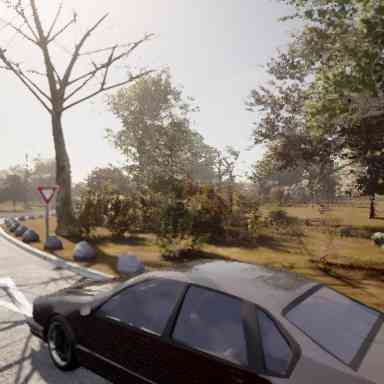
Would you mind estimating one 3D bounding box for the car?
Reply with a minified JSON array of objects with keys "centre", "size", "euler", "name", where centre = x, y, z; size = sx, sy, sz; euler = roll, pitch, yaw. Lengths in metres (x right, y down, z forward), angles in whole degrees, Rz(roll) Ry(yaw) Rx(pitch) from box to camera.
[{"centre":[0.172,1.553,3.864],"size":[5.357,1.411,2.033],"euler":[0,0,38],"name":"car"}]
